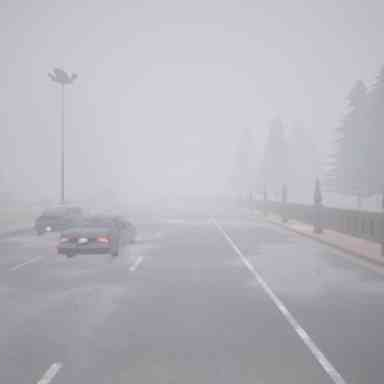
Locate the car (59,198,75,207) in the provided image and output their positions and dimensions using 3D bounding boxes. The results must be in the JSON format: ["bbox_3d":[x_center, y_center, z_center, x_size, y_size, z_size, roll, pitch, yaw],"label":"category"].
[{"bbox_3d":[-20.323,1.624,54.116,1.895,1.301,4.718,0,0,-13],"label":"car"}]

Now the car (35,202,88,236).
[{"bbox_3d":[-6.898,1.513,18.416,1.837,1.490,4.892,0,0,0],"label":"car"}]

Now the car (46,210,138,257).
[{"bbox_3d":[-3.399,1.553,12.883,2.033,1.411,5.357,0,0,0],"label":"car"}]

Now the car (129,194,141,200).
[{"bbox_3d":[-15.040,1.385,87.650,1.837,1.490,4.892,0,0,-32],"label":"car"}]

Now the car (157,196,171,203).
[{"bbox_3d":[-6.079,1.509,71.626,1.882,1.535,5.008,0,0,-21],"label":"car"}]
